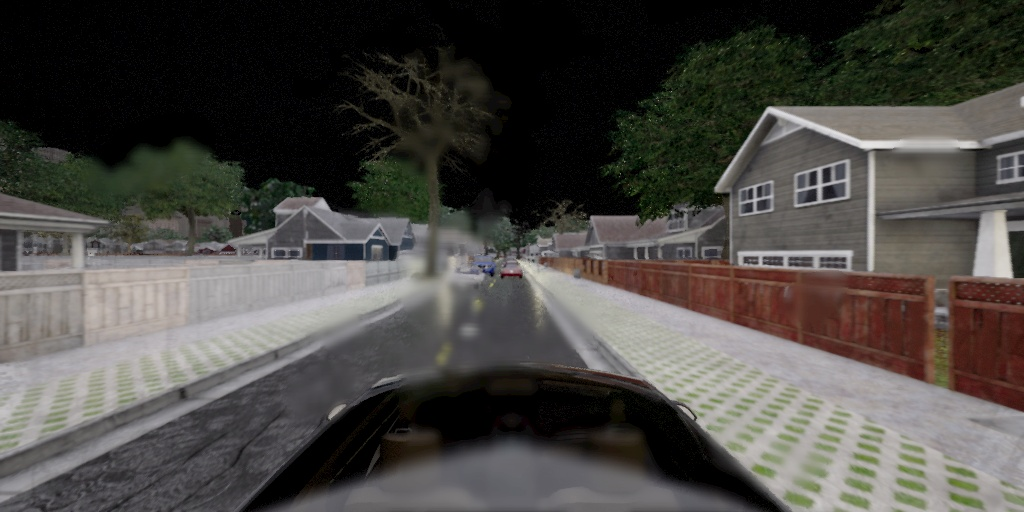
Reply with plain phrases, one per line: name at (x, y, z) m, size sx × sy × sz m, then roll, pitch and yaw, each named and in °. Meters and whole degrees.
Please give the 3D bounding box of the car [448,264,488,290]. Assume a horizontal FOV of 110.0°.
car at (-2.774, 1.377, 22.583) m, size 1.895 × 1.301 × 4.718 m, roll 0°, pitch 0°, yaw 0°

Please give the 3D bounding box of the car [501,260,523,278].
car at (-0.027, 1.301, 33.079) m, size 1.994 × 1.385 × 4.181 m, roll 0°, pitch 0°, yaw 0°

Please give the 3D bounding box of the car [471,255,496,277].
car at (-2.791, 0.959, 35.782) m, size 2.150 × 2.045 × 5.566 m, roll 0°, pitch 0°, yaw 0°
